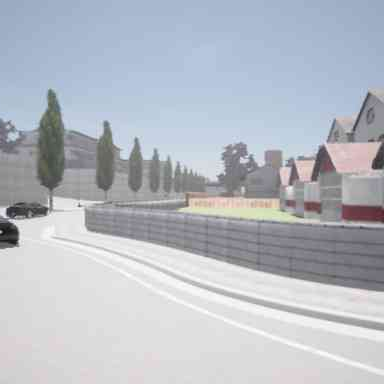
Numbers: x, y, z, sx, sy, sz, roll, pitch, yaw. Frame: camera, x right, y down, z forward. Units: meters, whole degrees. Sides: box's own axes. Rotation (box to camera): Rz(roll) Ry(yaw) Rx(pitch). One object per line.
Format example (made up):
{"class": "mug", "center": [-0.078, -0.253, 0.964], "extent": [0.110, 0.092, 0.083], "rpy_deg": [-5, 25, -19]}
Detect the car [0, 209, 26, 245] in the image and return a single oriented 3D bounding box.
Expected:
{"class": "car", "center": [-9.541, 1.624, 15.013], "extent": [4.181, 1.385, 1.994], "rpy_deg": [0, -1, 40]}

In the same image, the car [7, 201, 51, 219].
{"class": "car", "center": [-15.170, 1.660, 31.173], "extent": [1.837, 1.490, 4.892], "rpy_deg": [0, -1, 8]}
